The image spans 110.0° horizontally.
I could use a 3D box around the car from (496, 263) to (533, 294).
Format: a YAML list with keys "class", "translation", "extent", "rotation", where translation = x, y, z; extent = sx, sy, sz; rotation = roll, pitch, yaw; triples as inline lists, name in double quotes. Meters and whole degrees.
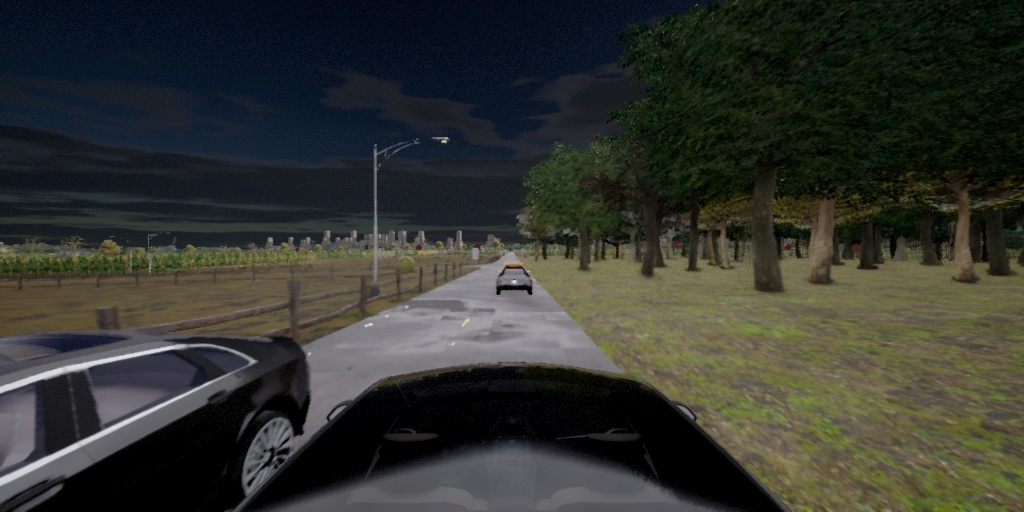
- class: "car"
  translation: [0.120, 1.283, 20.205]
  extent: [1.994, 1.385, 4.181]
  rotation: [0, 0, 0]

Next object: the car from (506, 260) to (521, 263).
- class: "car"
  translation: [0.139, 1.134, 37.258]
  extent: [1.882, 1.535, 5.008]
  rotation: [0, 0, 0]

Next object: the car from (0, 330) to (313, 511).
- class: "car"
  translation: [-2.857, 1.237, 1.521]
  extent: [2.128, 1.511, 4.902]
  rotation: [0, 1, 0]
